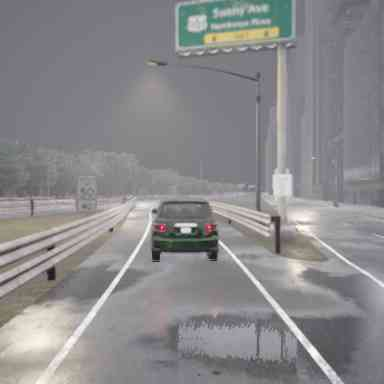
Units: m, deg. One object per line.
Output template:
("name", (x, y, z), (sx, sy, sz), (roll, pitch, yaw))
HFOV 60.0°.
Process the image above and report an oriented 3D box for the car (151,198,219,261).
("car", (-0.328, 1.214, 12.435), (2.150, 2.045, 5.566), (0, 0, -3))
